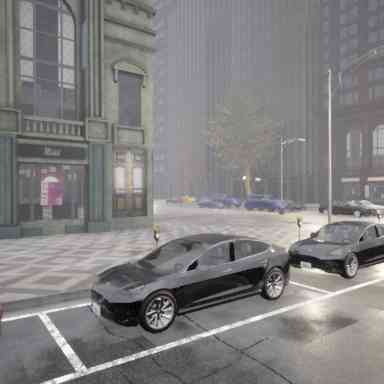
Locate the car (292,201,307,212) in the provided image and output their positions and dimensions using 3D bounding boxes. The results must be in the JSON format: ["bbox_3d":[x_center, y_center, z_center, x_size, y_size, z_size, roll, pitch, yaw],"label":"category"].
[{"bbox_3d":[11.561,1.629,41.385,2.033,1.411,5.357,0,0,-35],"label":"car"}]

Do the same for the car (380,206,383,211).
[{"bbox_3d":[17.205,1.581,33.493,1.812,1.442,4.674,0,0,-33],"label":"car"}]

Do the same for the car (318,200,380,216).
[{"bbox_3d":[14.561,1.548,31.599,1.882,1.535,5.008,0,0,-37],"label":"car"}]

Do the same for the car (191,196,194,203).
[{"bbox_3d":[2.521,1.601,59.827,1.882,1.535,5.008,0,0,-35],"label":"car"}]

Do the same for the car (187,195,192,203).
[{"bbox_3d":[-1.194,1.469,70.539,1.882,1.535,5.008,0,0,-36],"label":"car"}]

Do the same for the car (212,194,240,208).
[{"bbox_3d":[5.058,1.335,50.484,2.150,2.045,5.566,0,0,-36],"label":"car"}]

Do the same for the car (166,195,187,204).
[{"bbox_3d":[-3.593,1.681,68.309,1.812,1.442,4.674,0,0,-36],"label":"car"}]

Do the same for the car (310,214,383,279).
[{"bbox_3d":[4.778,1.566,10.052,4.313,1.339,1.947,0,0,-35],"label":"car"}]

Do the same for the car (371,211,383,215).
[{"bbox_3d":[9.369,1.552,13.323,4.403,1.369,2.008,0,0,-35],"label":"car"}]

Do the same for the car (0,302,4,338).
[{"bbox_3d":[-4.402,1.582,3.510,4.206,1.307,1.802,0,0,-35],"label":"car"}]

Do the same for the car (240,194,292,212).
[{"bbox_3d":[8.723,1.320,39.762,2.150,2.045,5.566,0,0,-36],"label":"car"}]

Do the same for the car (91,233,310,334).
[{"bbox_3d":[0.188,1.566,6.781,4.313,1.339,1.947,0,0,-35],"label":"car"}]

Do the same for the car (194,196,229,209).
[{"bbox_3d":[2.717,1.653,48.167,1.812,1.442,4.674,0,0,-35],"label":"car"}]
